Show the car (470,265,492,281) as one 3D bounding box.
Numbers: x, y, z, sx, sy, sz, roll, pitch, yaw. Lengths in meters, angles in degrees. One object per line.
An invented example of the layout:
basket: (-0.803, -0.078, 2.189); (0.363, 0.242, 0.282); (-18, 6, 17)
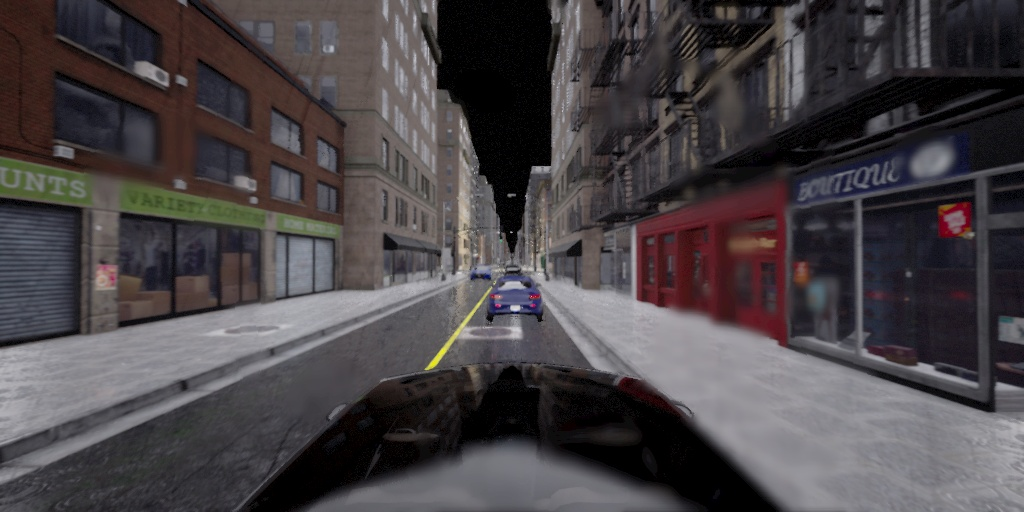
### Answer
car: (-3.028, 1.654, 36.034); (1.882, 1.535, 5.008); (0, -1, 1)

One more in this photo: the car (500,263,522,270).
car: (0.112, 1.612, 30.278); (1.837, 1.490, 4.892); (0, -1, 0)

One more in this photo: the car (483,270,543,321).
car: (0.105, 1.421, 13.065); (1.812, 1.442, 4.674); (0, -1, 0)
